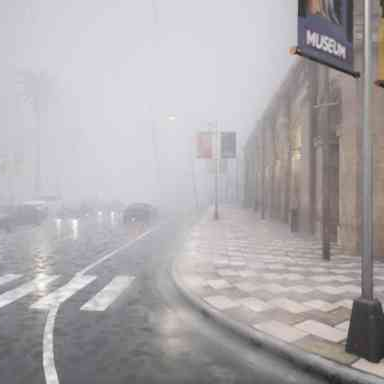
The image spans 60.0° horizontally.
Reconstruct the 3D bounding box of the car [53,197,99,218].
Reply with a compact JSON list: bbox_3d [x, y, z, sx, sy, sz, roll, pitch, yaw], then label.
[{"bbox_3d":[-10.427,1.498,30.262,1.812,1.442,4.674,0,0,5],"label":"car"}]

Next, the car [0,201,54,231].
[{"bbox_3d":[-11.141,1.526,20.861,2.033,1.411,5.357,0,0,4],"label":"car"}]

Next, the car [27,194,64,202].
[{"bbox_3d":[-13.862,1.191,31.280,2.150,2.045,5.566,0,0,5],"label":"car"}]

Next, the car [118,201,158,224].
[{"bbox_3d":[-3.735,1.563,24.744,1.837,1.490,4.892,0,0,4],"label":"car"}]

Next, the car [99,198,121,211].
[{"bbox_3d":[-9.612,1.491,40.118,1.812,1.442,4.674,0,0,5],"label":"car"}]
